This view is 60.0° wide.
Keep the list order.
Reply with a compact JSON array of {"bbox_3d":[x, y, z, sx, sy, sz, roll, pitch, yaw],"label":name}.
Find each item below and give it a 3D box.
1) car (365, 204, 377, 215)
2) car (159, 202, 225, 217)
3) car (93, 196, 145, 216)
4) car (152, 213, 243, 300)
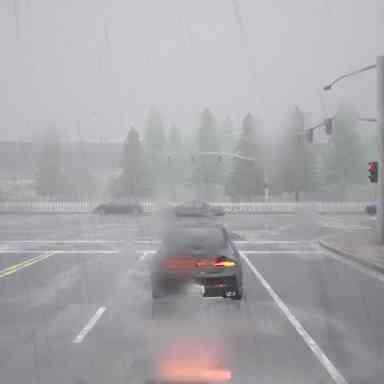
[{"bbox_3d":[18.735,1.422,30.775,5.008,1.535,1.882,0,0,1],"label":"car"},{"bbox_3d":[0.047,1.503,27.420,5.357,1.411,2.033,0,0,0],"label":"car"},{"bbox_3d":[-6.774,1.301,30.965,4.553,1.767,2.097,0,0,0],"label":"car"},{"bbox_3d":[0.172,1.505,8.401,1.837,1.490,4.892,0,0,2],"label":"car"}]
